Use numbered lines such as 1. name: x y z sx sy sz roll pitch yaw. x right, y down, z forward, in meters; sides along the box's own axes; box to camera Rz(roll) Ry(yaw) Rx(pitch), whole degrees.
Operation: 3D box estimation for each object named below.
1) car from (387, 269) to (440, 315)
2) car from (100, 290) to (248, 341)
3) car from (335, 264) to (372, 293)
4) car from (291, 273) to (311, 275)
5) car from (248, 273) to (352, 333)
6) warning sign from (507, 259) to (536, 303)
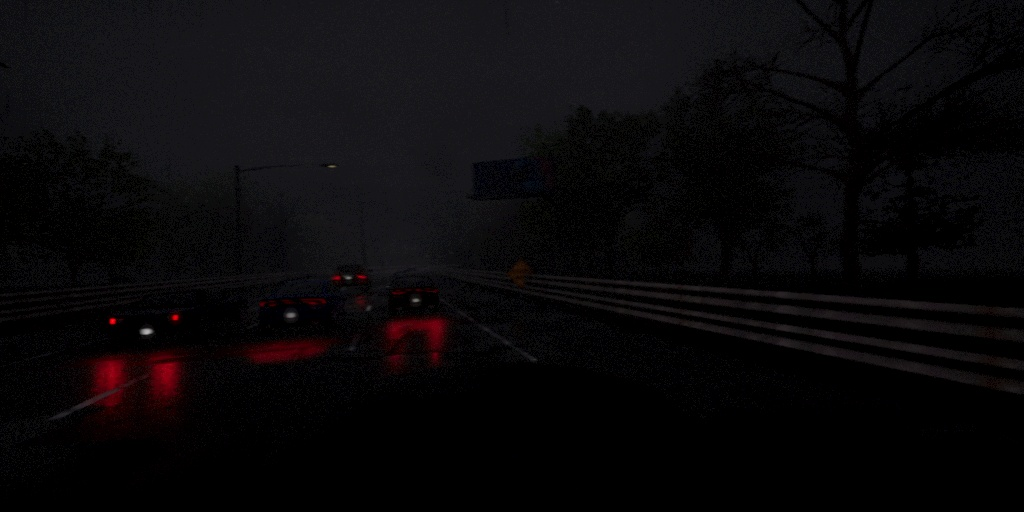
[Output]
1. car: -4.336 1.526 15.614 1.882 1.535 5.008 -1 -1 -18
2. car: -10.374 1.754 11.599 1.895 1.301 4.718 -1 -1 -18
3. car: -11.640 1.607 26.345 2.150 2.045 5.566 -1 -1 -17
4. car: -15.315 1.988 26.397 1.837 1.490 4.892 -1 0 -17
5. car: -6.950 1.551 12.381 1.882 1.535 5.008 -1 -1 -18
6. warning sign: 0.418 1.039 15.606 1.300 1.860 1.060 0 0 -19
